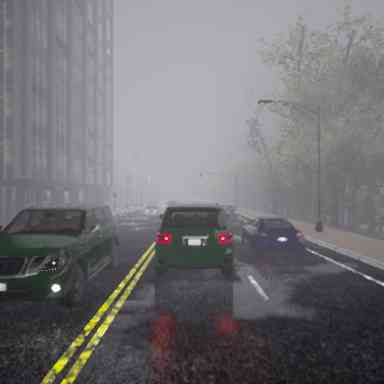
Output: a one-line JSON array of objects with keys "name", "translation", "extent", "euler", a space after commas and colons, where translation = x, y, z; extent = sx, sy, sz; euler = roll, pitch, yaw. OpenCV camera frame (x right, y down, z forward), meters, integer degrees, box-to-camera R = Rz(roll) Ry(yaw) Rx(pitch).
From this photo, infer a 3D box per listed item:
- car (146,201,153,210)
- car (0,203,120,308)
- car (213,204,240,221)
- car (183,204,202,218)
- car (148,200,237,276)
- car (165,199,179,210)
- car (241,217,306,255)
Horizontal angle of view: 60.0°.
[{"name": "car", "translation": [-6.575, 2.278, 55.811], "extent": [2.033, 1.411, 5.357], "euler": [0, -1, 0]}, {"name": "car", "translation": [-3.360, 1.324, 8.528], "extent": [2.150, 2.045, 5.566], "euler": [0, -1, 0]}, {"name": "car", "translation": [3.306, 1.937, 32.845], "extent": [2.033, 1.411, 5.357], "euler": [0, -1, 0]}, {"name": "car", "translation": [0.053, 2.026, 35.783], "extent": [1.895, 1.301, 4.718], "euler": [0, -1, 0]}, {"name": "car", "translation": [0.072, 1.354, 10.912], "extent": [2.150, 2.045, 5.566], "euler": [0, 0, 0]}, {"name": "car", "translation": [-3.325, 2.081, 55.847], "extent": [2.097, 1.767, 4.553], "euler": [0, -1, 0]}, {"name": "car", "translation": [3.324, 1.733, 14.218], "extent": [1.994, 1.385, 4.181], "euler": [0, -1, 0]}]
